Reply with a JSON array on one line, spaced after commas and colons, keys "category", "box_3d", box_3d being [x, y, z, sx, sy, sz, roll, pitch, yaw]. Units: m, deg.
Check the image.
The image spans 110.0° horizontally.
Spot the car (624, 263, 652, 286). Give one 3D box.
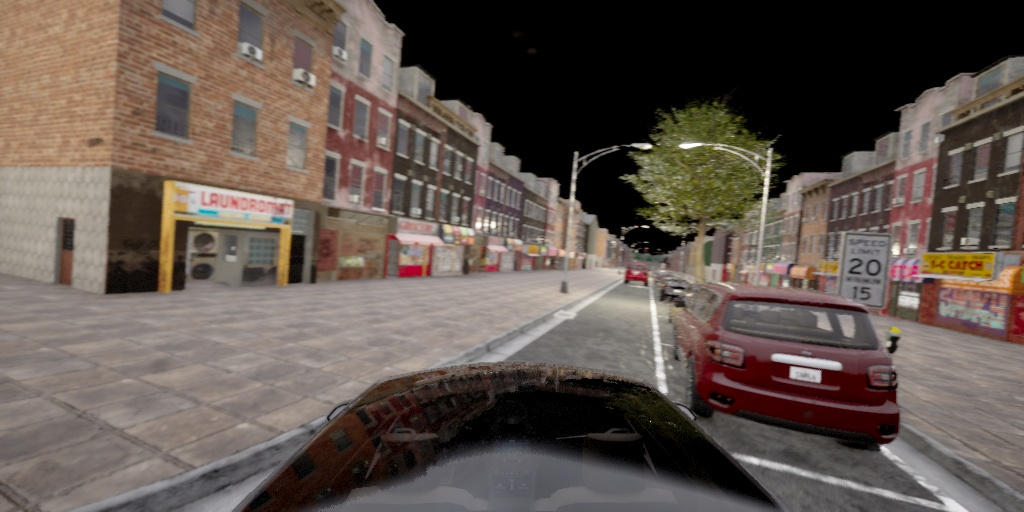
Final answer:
[{"category": "car", "box_3d": [12.423, 1.789, 35.630, 2.150, 2.045, 5.566, 5, 1, 21]}]

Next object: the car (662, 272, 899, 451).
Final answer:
[{"category": "car", "box_3d": [3.849, 1.377, 5.996, 2.192, 1.841, 5.009, 0, 0, 21]}]

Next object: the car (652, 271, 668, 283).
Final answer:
[{"category": "car", "box_3d": [11.714, 2.136, 26.731, 2.007, 1.370, 4.403, 0, 0, 21]}]

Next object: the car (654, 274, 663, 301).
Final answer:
[{"category": "car", "box_3d": [9.747, 2.020, 21.548, 1.948, 1.339, 4.313, 0, 0, 21]}]

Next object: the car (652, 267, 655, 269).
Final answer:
[{"category": "car", "box_3d": [17.611, 2.427, 42.282, 1.967, 1.591, 4.097, 0, 0, 21]}]

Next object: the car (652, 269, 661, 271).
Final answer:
[{"category": "car", "box_3d": [15.646, 2.396, 37.099, 1.888, 1.381, 4.507, 0, 0, 21]}]
